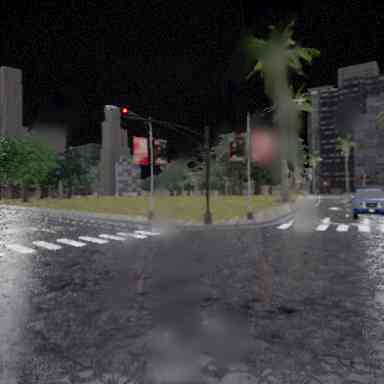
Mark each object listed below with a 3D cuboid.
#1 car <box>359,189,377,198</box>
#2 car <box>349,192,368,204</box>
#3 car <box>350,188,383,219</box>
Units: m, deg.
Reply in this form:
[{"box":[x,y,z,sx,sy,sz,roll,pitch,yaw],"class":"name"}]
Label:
[{"box":[31.683,0.299,59.975,2.128,1.511,4.902,-1,1,19],"class":"car"},{"box":[21.566,0.745,43.289,1.994,1.385,4.181,-1,1,24],"class":"car"},{"box":[12.718,0.779,23.855,2.150,2.045,5.566,-1,1,26],"class":"car"}]
